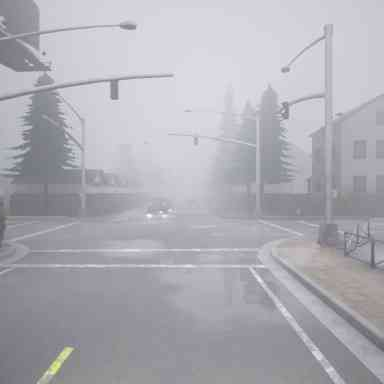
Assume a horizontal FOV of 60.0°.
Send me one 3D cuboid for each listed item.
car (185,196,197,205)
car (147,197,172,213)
[{"bbox_3d":[-0.140,1.491,59.194,2.128,1.511,4.902,0,0,0],"label":"car"},{"bbox_3d":[-3.686,1.352,36.990,2.097,1.767,4.553,0,0,0],"label":"car"}]
